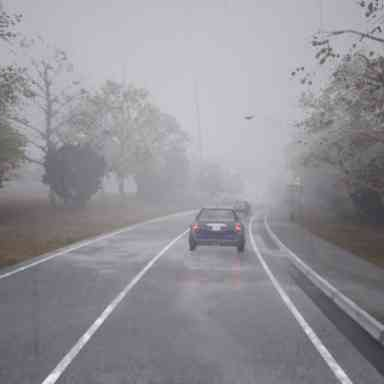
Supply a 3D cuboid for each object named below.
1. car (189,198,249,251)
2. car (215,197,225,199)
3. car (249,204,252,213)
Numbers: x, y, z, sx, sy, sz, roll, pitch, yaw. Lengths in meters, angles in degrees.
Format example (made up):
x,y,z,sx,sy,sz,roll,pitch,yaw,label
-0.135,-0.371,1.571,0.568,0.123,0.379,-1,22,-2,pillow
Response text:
x,y,z,sx,sy,sz,roll,pitch,yaw,label
1.124,1.343,14.236,2.097,1.767,4.553,1,0,6,car
3.308,1.432,41.405,1.837,1.490,4.892,2,0,17,car
5.024,1.558,34.242,2.033,1.411,5.357,1,0,15,car
